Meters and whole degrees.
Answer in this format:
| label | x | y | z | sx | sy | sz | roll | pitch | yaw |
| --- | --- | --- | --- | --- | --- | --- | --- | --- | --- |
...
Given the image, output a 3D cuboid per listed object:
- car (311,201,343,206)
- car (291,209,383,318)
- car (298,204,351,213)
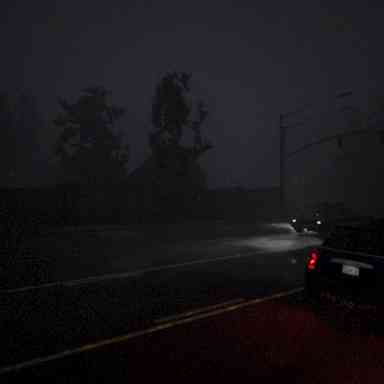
| label | x | y | z | sx | sy | sz | roll | pitch | yaw |
| --- | --- | --- | --- | --- | --- | --- | --- | --- | --- |
| car | 9.417 | 1.441 | 23.524 | 4.892 | 1.490 | 1.837 | 0 | 0 | -35 |
| car | 4.439 | 1.350 | 6.913 | 4.553 | 1.767 | 2.097 | 0 | 0 | -35 |
| car | 7.464 | 1.557 | 17.881 | 4.718 | 1.301 | 1.895 | 0 | 0 | -35 |
